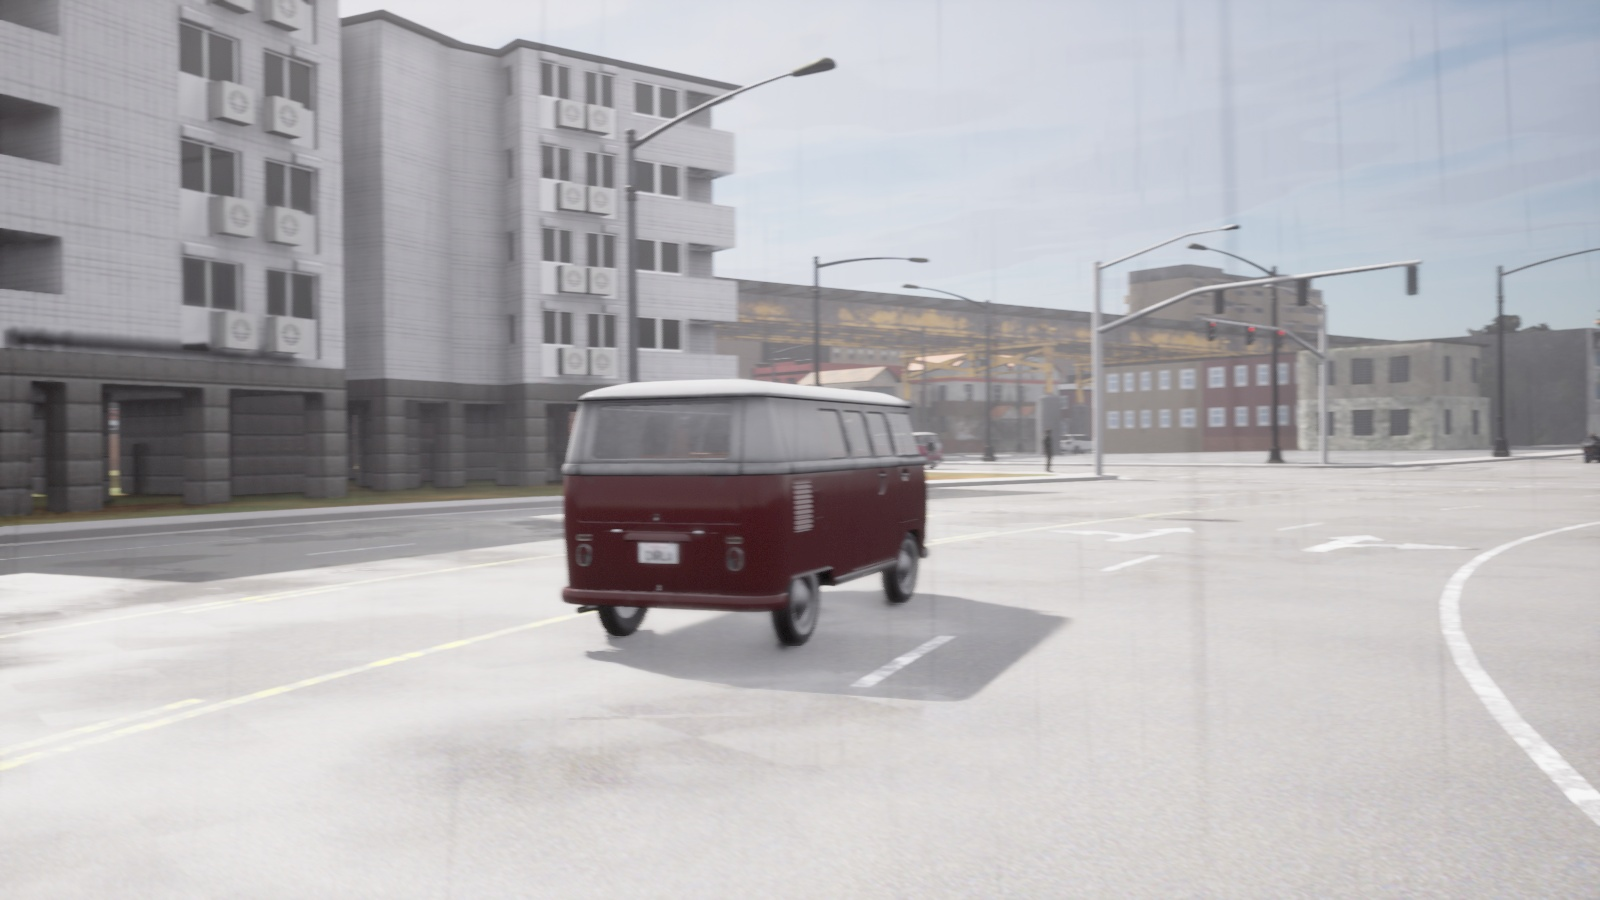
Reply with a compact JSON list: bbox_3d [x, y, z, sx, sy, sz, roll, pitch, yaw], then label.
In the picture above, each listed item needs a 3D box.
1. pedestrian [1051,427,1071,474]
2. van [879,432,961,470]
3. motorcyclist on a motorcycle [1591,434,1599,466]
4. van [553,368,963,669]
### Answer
[{"bbox_3d":[10.671,0.020,51.257,0.395,1.930,0.692,-1,0,-41],"label":"pedestrian"},{"bbox_3d":[6.420,0.052,67.724,1.775,1.987,4.442,-1,0,-39],"label":"van"},{"bbox_3d":[39.015,-0.009,60.445,2.191,1.530,0.866,-2,1,-38],"label":"motorcyclist on a motorcycle"},{"bbox_3d":[-0.078,0.437,10.677,1.775,1.987,4.442,0,0,23],"label":"van"}]
